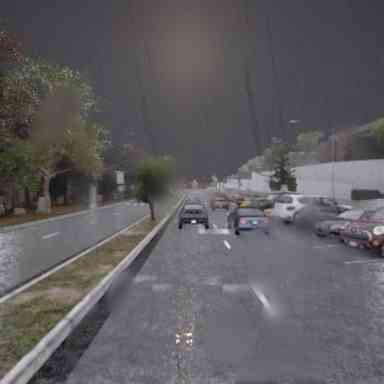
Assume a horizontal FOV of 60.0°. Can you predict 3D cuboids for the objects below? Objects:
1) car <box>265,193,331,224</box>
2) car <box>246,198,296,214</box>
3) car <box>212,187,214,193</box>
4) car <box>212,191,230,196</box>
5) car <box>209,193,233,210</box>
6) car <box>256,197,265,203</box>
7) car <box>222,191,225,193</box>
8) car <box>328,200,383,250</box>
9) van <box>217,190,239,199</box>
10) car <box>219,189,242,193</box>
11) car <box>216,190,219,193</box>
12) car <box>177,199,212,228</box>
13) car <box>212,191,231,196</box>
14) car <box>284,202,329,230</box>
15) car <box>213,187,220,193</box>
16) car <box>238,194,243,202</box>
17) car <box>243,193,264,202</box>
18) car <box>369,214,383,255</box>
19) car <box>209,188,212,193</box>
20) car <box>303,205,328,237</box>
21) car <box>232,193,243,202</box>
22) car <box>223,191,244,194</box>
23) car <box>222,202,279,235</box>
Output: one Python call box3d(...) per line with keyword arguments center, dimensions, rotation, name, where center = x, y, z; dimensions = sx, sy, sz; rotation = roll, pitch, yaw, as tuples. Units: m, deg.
box3d(center=(8.102, 1.201, 22.134), dimensions=(5.566, 2.045, 2.435), rotation=(1, 0, -20), name="car")
box3d(center=(8.079, 1.375, 34.137), dimensions=(4.674, 1.452, 2.002), rotation=(1, 1, -20), name="car")
box3d(center=(8.108, 0.450, 76.061), dimensions=(5.566, 2.045, 2.435), rotation=(0, 1, -20), name="car")
box3d(center=(8.076, 0.375, 93.959), dimensions=(4.674, 1.452, 2.002), rotation=(0, 1, -20), name="car")
box3d(center=(3.105, 1.268, 38.262), dimensions=(2.128, 1.511, 4.902), rotation=(0, 1, 0), name="car")
box3d(center=(7.901, 1.426, 25.063), dimensions=(5.366, 1.575, 1.946), rotation=(1, 1, -20), name="car")
box3d(center=(8.072, 1.016, 58.155), dimensions=(4.674, 1.452, 2.002), rotation=(0, 1, -20), name="car")
box3d(center=(8.104, 1.362, 13.122), dimensions=(4.553, 1.767, 2.185), rotation=(1, 0, -20), name="car")
box3d(center=(7.973, 0.522, 73.018), dimensions=(4.442, 1.987, 1.878), rotation=(0, 1, -20), name="van")
box3d(center=(8.050, 0.805, 61.125), dimensions=(4.553, 1.767, 2.185), rotation=(0, 1, -20), name="car")
box3d(center=(8.072, 0.841, 67.101), dimensions=(4.892, 1.521, 2.231), rotation=(0, 1, -20), name="car")
box3d(center=(0.103, 1.471, 21.918), dimensions=(1.837, 1.490, 4.892), rotation=(0, 0, 0), name="car")
box3d(center=(8.107, 0.439, 90.988), dimensions=(4.792, 1.488, 2.163), rotation=(0, 1, -20), name="car")
box3d(center=(8.098, 1.498, 19.136), dimensions=(4.792, 1.488, 2.163), rotation=(1, 0, -20), name="car")
box3d(center=(8.057, 0.542, 70.065), dimensions=(5.566, 2.045, 2.435), rotation=(0, 1, -20), name="car")
box3d(center=(8.247, 1.294, 37.209), dimensions=(5.366, 1.575, 1.946), rotation=(1, 1, -20), name="car")
box3d(center=(8.052, 1.124, 31.114), dimensions=(5.566, 2.045, 2.435), rotation=(1, 1, -20), name="car")
box3d(center=(8.074, 1.530, 10.112), dimensions=(4.674, 1.452, 2.002), rotation=(1, 0, -20), name="car")
box3d(center=(7.908, 0.471, 87.918), dimensions=(5.366, 1.575, 1.946), rotation=(0, 2, -20), name="car")
box3d(center=(8.075, 1.523, 16.112), dimensions=(4.674, 1.452, 2.002), rotation=(1, 1, -20), name="car")
box3d(center=(8.050, 1.236, 43.133), dimensions=(4.792, 1.488, 2.163), rotation=(0, 1, -20), name="car")
box3d(center=(8.051, 1.052, 55.137), dimensions=(4.792, 1.488, 2.163), rotation=(0, 1, -20), name="car")
box3d(center=(3.102, 1.530, 18.846), dimensions=(2.033, 1.411, 5.357), rotation=(0, 0, 0), name="car")
